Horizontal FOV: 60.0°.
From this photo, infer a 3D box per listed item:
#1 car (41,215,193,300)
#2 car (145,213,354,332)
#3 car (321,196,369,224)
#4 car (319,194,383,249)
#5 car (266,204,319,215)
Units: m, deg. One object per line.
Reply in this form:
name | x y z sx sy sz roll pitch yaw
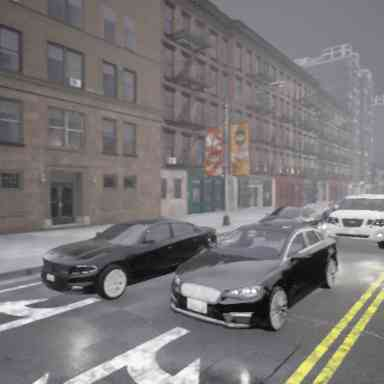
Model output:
car | -1.269 1.423 8.593 1.882 1.535 5.008 0 0 38
car | 1.596 1.449 6.970 2.128 1.511 4.902 0 0 38
car | 11.305 1.208 24.408 2.097 1.767 4.553 0 0 39
car | 7.737 1.135 14.709 2.150 2.045 5.566 0 0 38
car | 4.941 1.407 16.410 1.837 1.490 4.892 0 0 38
